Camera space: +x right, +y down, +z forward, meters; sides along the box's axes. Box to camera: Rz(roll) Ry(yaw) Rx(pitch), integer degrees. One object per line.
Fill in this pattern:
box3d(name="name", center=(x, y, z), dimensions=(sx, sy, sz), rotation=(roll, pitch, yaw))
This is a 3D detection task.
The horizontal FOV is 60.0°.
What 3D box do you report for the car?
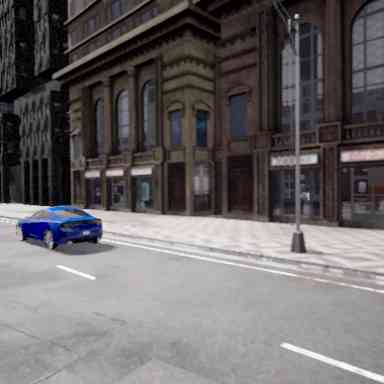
box3d(name="car", center=(-5.700, 1.366, 14.024), dimensions=(5.008, 1.535, 1.882), rotation=(0, 1, 44))
